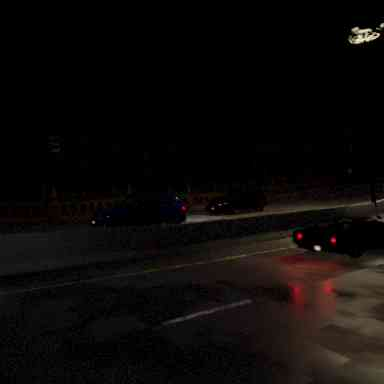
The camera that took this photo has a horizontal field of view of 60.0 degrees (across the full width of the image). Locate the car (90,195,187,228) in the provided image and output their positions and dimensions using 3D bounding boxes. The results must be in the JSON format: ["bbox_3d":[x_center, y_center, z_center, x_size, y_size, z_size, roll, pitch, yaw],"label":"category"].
[{"bbox_3d":[-2.922,1.197,19.107,5.566,2.045,2.150,-1,1,-36],"label":"car"}]

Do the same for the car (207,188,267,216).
[{"bbox_3d":[3.893,0.802,28.270,5.566,2.045,2.150,-4,2,-35],"label":"car"}]

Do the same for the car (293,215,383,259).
[{"bbox_3d":[5.953,1.499,12.295,4.718,1.301,1.895,-2,1,-36],"label":"car"}]
